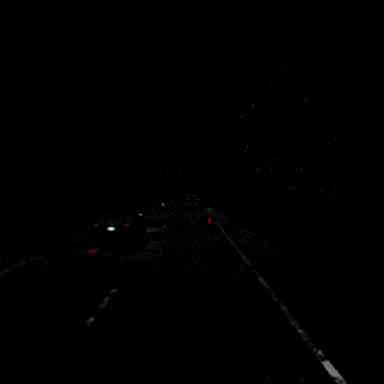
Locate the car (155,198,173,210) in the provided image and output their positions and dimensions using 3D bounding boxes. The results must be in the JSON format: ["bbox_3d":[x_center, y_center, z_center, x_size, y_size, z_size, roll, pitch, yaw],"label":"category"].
[{"bbox_3d":[-3.404,1.439,41.252,1.994,1.385,4.181,0,0,0],"label":"car"}]

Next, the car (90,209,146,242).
[{"bbox_3d":[-3.400,1.515,15.994,1.994,1.385,4.181,0,0,0],"label":"car"}]

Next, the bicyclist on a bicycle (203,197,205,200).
[{"bbox_3d":[0.966,1.288,27.028,0.659,1.776,1.843,0,0,0],"label":"bicyclist on a bicycle"}]

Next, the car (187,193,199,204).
[{"bbox_3d":[0.102,1.390,56.937,1.994,1.385,4.181,0,0,0],"label":"car"}]

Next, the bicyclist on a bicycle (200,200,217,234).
[{"bbox_3d":[0.939,1.381,17.922,0.866,1.612,1.509,0,0,0],"label":"bicyclist on a bicycle"}]
